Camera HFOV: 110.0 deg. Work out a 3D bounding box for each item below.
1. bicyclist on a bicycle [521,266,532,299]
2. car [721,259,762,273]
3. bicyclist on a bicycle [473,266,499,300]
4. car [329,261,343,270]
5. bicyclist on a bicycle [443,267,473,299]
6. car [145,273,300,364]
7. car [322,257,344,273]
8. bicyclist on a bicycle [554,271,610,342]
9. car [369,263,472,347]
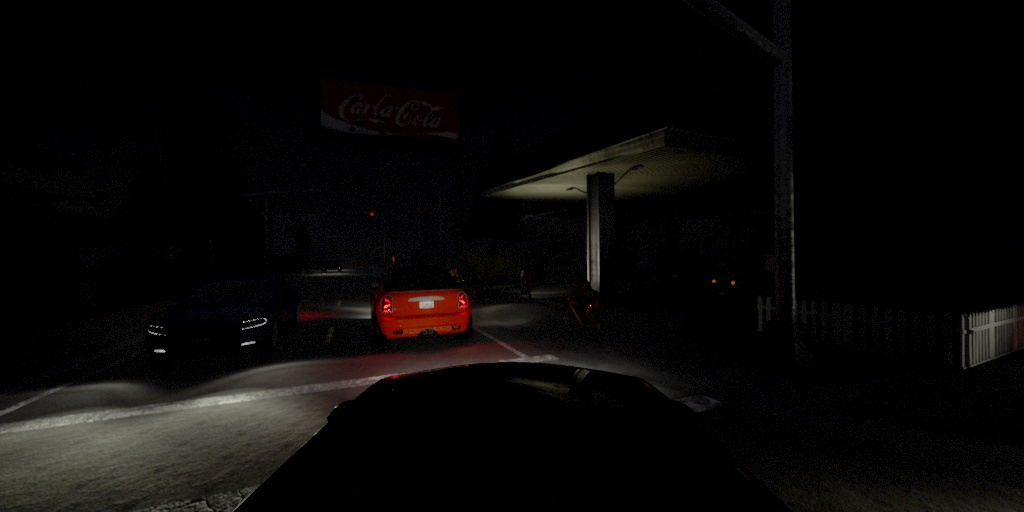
[{"bbox_3d":[0.708,1.318,17.910,0.582,1.620,1.656,-1,0,16],"label":"bicyclist on a bicycle"},{"bbox_3d":[32.157,1.134,50.143,4.892,1.490,1.837,0,0,-24],"label":"car"},{"bbox_3d":[-1.400,1.327,17.785,1.656,1.620,0.582,0,0,-21],"label":"bicyclist on a bicycle"},{"bbox_3d":[-28.551,1.488,58.199,1.812,1.442,4.674,0,0,-24],"label":"car"},{"bbox_3d":[-2.701,1.301,16.397,1.656,1.620,0.582,1,0,37],"label":"bicyclist on a bicycle"},{"bbox_3d":[-6.294,1.202,8.382,1.882,1.535,5.008,0,0,-24],"label":"car"},{"bbox_3d":[-23.930,1.134,47.731,2.150,2.045,5.566,0,0,-25],"label":"car"},{"bbox_3d":[1.666,1.195,8.705,0.582,1.620,1.656,3,-2,-43],"label":"bicyclist on a bicycle"},{"bbox_3d":[-2.586,1.046,9.470,2.097,1.767,4.553,0,0,-22],"label":"car"}]
